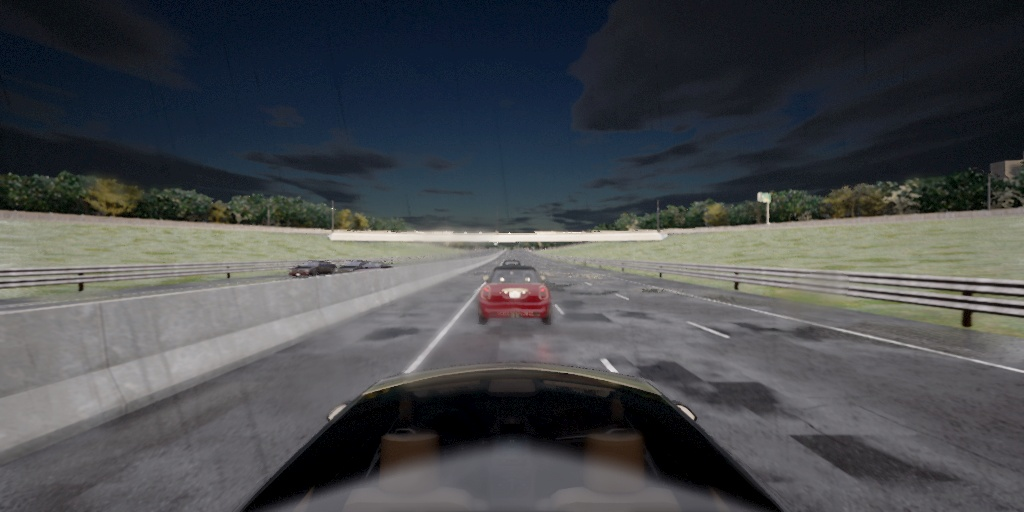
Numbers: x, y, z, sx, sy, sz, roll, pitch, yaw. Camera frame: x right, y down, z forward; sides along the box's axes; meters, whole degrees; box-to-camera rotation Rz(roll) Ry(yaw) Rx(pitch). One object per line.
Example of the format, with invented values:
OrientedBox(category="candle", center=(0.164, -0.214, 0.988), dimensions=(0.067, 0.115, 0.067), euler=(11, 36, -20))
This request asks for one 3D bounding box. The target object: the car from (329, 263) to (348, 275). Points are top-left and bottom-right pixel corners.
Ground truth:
OrientedBox(category="car", center=(-14.142, 1.134, 32.789), dimensions=(2.033, 1.411, 5.357), euler=(0, 0, 0))

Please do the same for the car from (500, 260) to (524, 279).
OrientedBox(category="car", center=(-0.007, 1.100, 30.870), dimensions=(1.837, 1.490, 4.892), euler=(0, 0, 0))

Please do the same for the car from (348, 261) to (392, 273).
OrientedBox(category="car", center=(-10.659, 1.183, 27.968), dimensions=(1.994, 1.385, 4.181), euler=(0, 0, 0))

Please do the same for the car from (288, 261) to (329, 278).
OrientedBox(category="car", center=(-17.644, 1.139, 32.226), dimensions=(2.033, 1.411, 5.357), euler=(0, 0, 0))

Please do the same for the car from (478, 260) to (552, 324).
OrientedBox(category="car", center=(0.074, 1.065, 11.922), dimensions=(2.097, 1.767, 4.553), euler=(0, 0, 0))
